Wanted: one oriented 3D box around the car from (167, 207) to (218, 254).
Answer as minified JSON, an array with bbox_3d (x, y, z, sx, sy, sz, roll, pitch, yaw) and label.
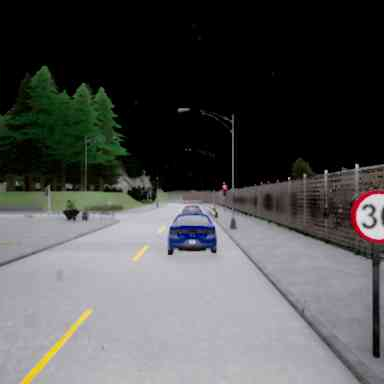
[{"bbox_3d":[0.029,1.634,14.234,1.882,1.535,5.008,0,0,0],"label":"car"}]
